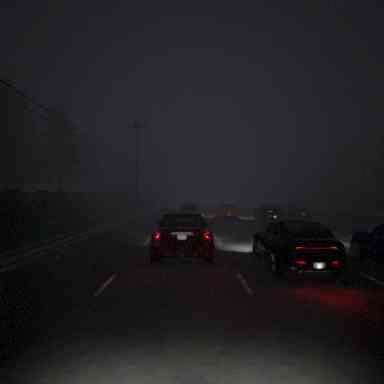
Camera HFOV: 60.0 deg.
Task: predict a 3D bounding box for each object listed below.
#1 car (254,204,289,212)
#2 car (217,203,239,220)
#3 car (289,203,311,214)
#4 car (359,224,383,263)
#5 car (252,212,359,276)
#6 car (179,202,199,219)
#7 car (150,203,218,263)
[{"bbox_3d":[6.692,1.787,29.149,1.837,1.490,4.892,0,-1,0],"label":"car"},{"bbox_3d":[3.194,1.781,31.205,1.882,1.535,5.008,0,-1,0],"label":"car"},{"bbox_3d":[10.181,1.842,32.699,1.812,1.442,4.674,0,-1,0],"label":"car"},{"bbox_3d":[6.685,1.575,10.068,1.882,1.535,5.008,0,-1,0],"label":"car"},{"bbox_3d":[3.184,1.610,10.738,1.837,1.490,4.892,0,-1,0],"label":"car"},{"bbox_3d":[-0.305,1.831,33.558,1.837,1.490,4.892,0,-1,0],"label":"car"},{"bbox_3d":[-0.312,1.476,12.624,2.097,1.767,4.553,0,-1,0],"label":"car"}]
